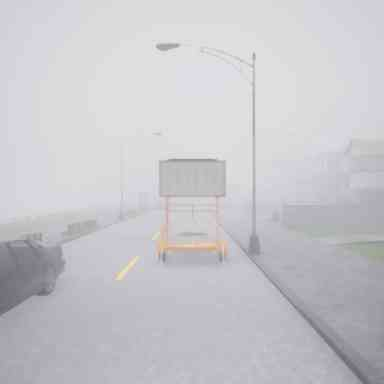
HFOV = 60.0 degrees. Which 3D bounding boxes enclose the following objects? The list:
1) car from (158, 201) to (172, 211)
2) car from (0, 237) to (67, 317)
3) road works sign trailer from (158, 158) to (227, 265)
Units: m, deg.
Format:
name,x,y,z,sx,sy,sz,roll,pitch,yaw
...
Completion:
name,x,y,z,sx,sy,sz,roll,pitch,yaw
car,-4.012,2.035,50.091,2.033,1.411,5.357,0,-1,0
car,-4.094,1.608,6.174,2.033,1.411,5.357,0,-1,0
road works sign trailer,0.015,0.583,12.112,2.380,3.560,2.880,0,-1,0
